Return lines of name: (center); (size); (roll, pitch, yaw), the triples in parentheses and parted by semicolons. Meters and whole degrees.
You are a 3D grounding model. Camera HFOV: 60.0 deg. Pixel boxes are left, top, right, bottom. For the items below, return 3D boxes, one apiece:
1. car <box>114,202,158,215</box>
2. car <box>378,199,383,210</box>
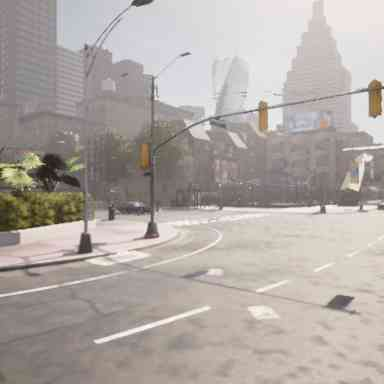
car: (-5.902, 1.785, 36.184); (4.718, 1.301, 1.895); (0, 0, 38)
car: (28.268, 1.781, 48.126); (2.097, 1.535, 5.008); (0, 0, 38)
